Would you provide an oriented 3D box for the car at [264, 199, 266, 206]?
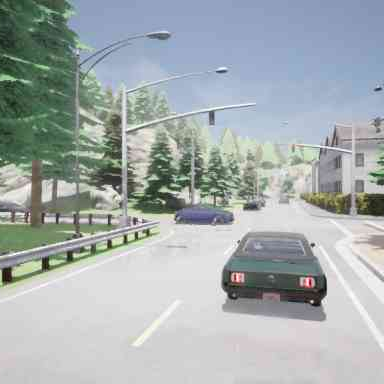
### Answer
[{"bbox_3d":[10.261,1.491,51.035,2.128,1.511,4.902,0,0,16],"label":"car"}]

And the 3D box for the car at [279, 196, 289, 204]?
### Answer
[{"bbox_3d":[17.596,1.547,63.512,2.033,1.411,5.357,0,0,16],"label":"car"}]

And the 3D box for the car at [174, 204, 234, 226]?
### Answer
[{"bbox_3d":[0.851,1.570,23.408,4.181,1.385,1.994,0,0,15],"label":"car"}]

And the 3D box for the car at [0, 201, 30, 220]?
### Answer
[{"bbox_3d":[-15.793,1.520,27.961,4.892,1.490,1.837,0,0,15],"label":"car"}]

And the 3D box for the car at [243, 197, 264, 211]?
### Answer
[{"bbox_3d":[7.486,1.601,41.228,1.895,1.301,4.718,0,0,16],"label":"car"}]

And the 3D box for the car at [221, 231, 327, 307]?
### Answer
[{"bbox_3d":[2.021,1.601,8.106,1.895,1.301,4.718,0,0,15],"label":"car"}]
